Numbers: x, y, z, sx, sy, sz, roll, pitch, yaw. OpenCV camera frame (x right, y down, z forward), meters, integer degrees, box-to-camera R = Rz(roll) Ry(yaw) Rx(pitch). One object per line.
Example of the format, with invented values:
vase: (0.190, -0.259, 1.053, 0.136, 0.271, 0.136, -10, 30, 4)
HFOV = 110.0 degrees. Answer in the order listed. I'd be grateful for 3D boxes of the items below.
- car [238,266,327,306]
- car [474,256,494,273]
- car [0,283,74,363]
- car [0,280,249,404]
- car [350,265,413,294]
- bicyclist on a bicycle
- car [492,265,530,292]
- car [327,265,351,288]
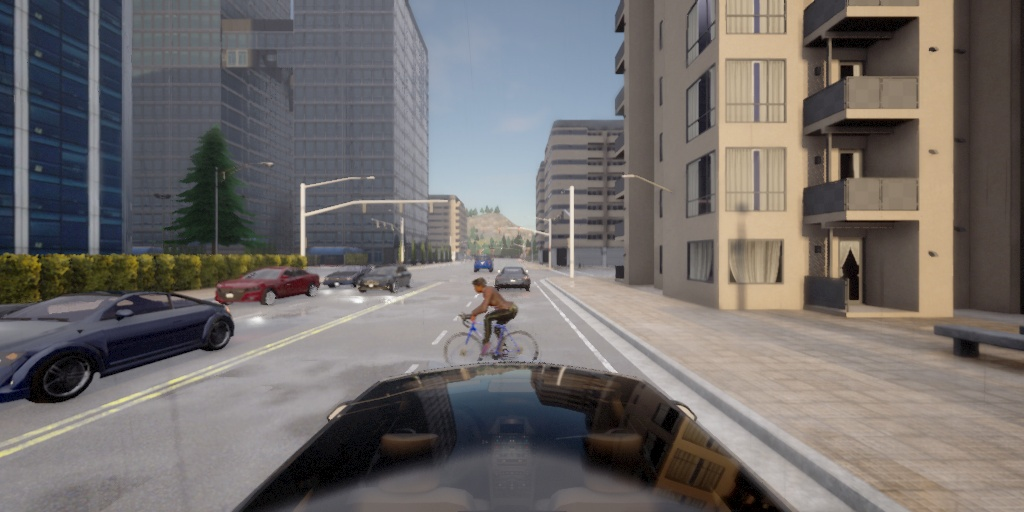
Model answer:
car: (-10.604, 1.230, 15.984, 1.882, 1.535, 5.008, 0, 0, 0)
car: (-3.483, 0.980, 44.861, 2.150, 2.045, 5.566, 0, 0, 0)
car: (-10.607, 1.298, 5.176, 2.033, 1.411, 5.357, 0, 0, 0)
car: (-7.108, 1.315, 6.177, 1.994, 1.385, 4.181, 0, 0, 0)
car: (-7.086, 1.260, 20.495, 1.837, 1.490, 4.892, 0, 0, 0)
bicyclist on a bicycle: (-0.379, 1.199, 6.244, 1.656, 1.620, 0.582, -2, 0, 0)
car: (0.061, 1.318, 21.389, 1.994, 1.385, 4.181, 0, 0, 0)
car: (-10.543, 1.302, 24.226, 2.033, 1.411, 5.357, 0, 0, 0)
